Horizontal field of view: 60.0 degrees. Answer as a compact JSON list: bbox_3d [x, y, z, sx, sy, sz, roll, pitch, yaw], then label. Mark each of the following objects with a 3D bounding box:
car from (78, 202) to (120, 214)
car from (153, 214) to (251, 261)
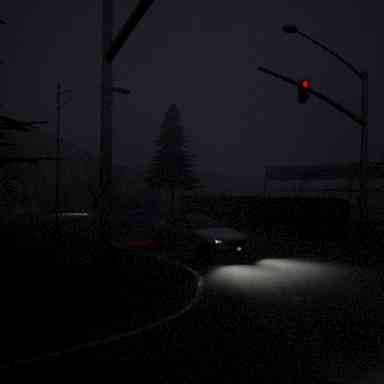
[{"bbox_3d":[-10.687,1.710,38.914,2.033,1.411,5.357,0,0,28],"label":"car"},{"bbox_3d":[0.176,1.614,12.956,1.812,1.442,4.674,1,0,-37],"label":"car"}]
